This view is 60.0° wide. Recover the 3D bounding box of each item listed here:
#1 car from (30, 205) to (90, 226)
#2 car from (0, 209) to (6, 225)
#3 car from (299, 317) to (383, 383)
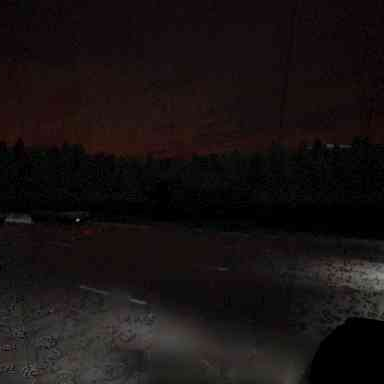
[{"bbox_3d":[-9.477,1.600,23.650,4.718,1.301,1.895,0,0,35],"label":"car"},{"bbox_3d":[-14.714,1.525,23.086,4.674,1.442,1.812,0,0,35],"label":"car"},{"bbox_3d":[3.032,1.601,1.826,4.718,1.301,1.895,0,0,36],"label":"car"}]
